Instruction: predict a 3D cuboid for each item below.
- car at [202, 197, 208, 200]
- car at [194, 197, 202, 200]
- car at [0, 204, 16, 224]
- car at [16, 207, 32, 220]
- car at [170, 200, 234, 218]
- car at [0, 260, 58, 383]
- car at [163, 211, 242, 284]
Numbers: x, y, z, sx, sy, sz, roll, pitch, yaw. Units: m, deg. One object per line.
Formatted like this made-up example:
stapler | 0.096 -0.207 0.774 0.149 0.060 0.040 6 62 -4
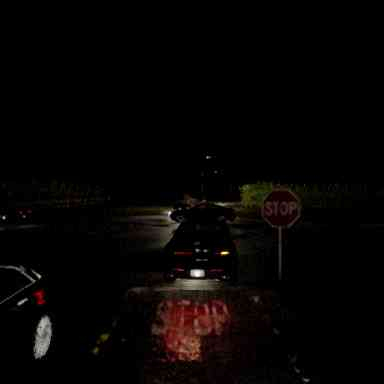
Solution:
car | 2.017 1.694 65.132 2.097 1.767 4.553 0 0 12
car | 0.056 1.842 55.039 1.994 1.385 4.181 0 0 9
car | -15.107 1.510 22.741 4.892 1.490 1.837 0 0 4
car | -15.533 1.630 26.553 4.718 1.301 1.895 0 0 3
car | 0.819 1.614 25.554 5.008 1.535 1.882 0 0 4
car | -2.867 1.519 3.019 1.837 1.490 4.892 0 0 0
car | 0.396 1.552 9.821 1.837 1.490 4.892 0 0 7
